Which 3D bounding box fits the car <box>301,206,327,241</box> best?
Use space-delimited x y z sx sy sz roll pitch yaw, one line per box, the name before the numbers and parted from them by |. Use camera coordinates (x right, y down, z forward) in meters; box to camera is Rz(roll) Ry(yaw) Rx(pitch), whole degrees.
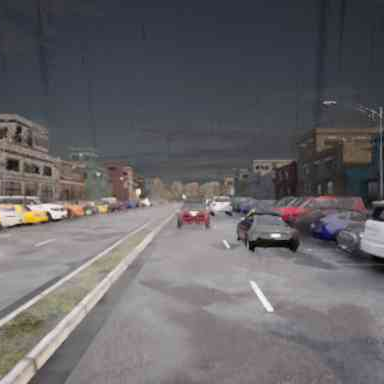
car | 7.674 1.544 14.671 4.792 1.488 2.163 0 0 0

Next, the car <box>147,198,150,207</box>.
car | -12.717 2.590 76.079 4.553 1.767 2.185 0 -1 0

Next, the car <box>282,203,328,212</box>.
car | 7.640 1.527 17.423 5.008 1.535 2.097 0 -1 0

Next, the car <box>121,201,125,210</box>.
car | -12.751 2.056 48.202 5.008 1.535 2.097 0 -1 0

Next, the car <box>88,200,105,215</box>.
car | -12.775 1.822 37.214 4.892 1.521 2.231 0 -1 0

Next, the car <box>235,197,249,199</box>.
car | 7.681 1.733 44.985 5.566 2.045 2.435 0 -1 0

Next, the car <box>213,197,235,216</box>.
car | 3.110 1.557 36.821 2.150 2.045 5.566 0 -1 0

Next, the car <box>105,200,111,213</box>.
car | -12.948 1.877 39.993 5.366 1.575 1.946 0 -1 0

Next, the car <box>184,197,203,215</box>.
car | 0.112 1.629 40.368 2.150 2.045 5.566 0 -1 -1

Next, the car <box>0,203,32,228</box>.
car | -12.803 1.582 20.431 4.674 1.452 2.002 0 0 0

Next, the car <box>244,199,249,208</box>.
car | 7.463 1.652 28.441 5.366 1.575 1.946 0 -1 0

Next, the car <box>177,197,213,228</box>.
car | 0.107 1.450 22.867 2.097 1.767 4.553 0 -1 0

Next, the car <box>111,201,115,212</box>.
car | -12.730 1.811 42.657 4.553 1.767 2.185 0 -1 0

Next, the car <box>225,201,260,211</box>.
car | 7.649 2.101 50.493 5.008 1.535 2.097 0 -1 0

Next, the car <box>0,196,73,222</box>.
car | -12.765 1.358 25.986 5.566 2.045 2.435 0 -1 0

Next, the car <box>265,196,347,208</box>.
car | 7.618 1.300 20.182 5.566 2.045 2.435 0 -1 0

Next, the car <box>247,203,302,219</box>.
car | 7.646 1.745 31.198 4.674 1.452 2.002 0 -1 0

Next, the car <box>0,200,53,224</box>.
car | -12.985 1.570 23.205 5.366 1.575 1.946 0 -1 0

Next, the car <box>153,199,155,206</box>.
car | -12.637 2.961 84.445 4.792 1.488 2.163 0 -1 0

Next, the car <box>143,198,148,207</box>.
car | -12.688 2.683 73.205 4.674 1.452 2.002 0 -1 0

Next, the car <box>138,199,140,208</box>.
car | -12.712 2.413 62.094 4.674 1.452 2.002 0 -1 0

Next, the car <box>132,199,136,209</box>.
car | -12.721 2.247 56.663 5.008 1.535 2.097 0 -1 0

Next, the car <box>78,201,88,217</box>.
car | -12.750 1.579 31.537 4.553 1.767 2.185 0 -1 0

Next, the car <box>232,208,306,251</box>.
car | 3.104 1.597 14.340 1.994 1.385 4.181 0 0 0

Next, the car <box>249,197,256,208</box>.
car | 7.619 1.364 25.693 5.566 2.045 2.435 0 -1 0

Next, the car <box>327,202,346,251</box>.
car | 7.675 1.377 11.914 4.553 1.767 2.185 0 0 0

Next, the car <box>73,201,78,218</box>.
car | -12.786 1.693 28.757 4.674 1.452 2.002 0 -1 0

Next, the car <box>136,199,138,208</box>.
car | -12.727 2.312 59.441 4.892 1.521 2.231 0 -1 0

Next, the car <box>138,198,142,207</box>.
car | -12.738 2.469 64.872 4.792 1.488 2.163 0 -1 0

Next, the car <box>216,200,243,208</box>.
car | 7.844 2.549 69.793 5.366 1.575 1.946 0 -1 0

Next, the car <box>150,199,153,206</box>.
car | -12.707 2.535 78.894 5.566 2.045 2.435 0 -1 0

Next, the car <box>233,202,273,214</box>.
car | 7.649 1.966 42.222 4.674 1.452 2.002 0 -1 0

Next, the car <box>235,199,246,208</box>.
car | 7.680 1.899 39.466 4.792 1.488 2.163 0 -1 0

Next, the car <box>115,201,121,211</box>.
car | -12.722 2.026 45.424 4.792 1.488 2.163 0 -1 0

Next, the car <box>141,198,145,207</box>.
car | -12.710 2.508 67.652 4.892 1.521 2.231 0 -1 0

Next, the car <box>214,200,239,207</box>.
car | 7.835 2.689 75.306 5.366 1.575 1.946 0 -2 0

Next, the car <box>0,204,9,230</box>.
car | -12.814 1.561 17.773 4.674 1.452 2.002 0 0 0

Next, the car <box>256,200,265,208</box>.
car | 7.618 1.327 22.935 5.566 2.045 2.435 0 -1 0

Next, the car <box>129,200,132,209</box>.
car | -12.762 2.210 53.758 4.792 1.488 2.163 0 -1 0

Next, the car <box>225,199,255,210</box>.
car | 7.623 2.037 53.252 4.553 1.767 2.185 0 -1 0

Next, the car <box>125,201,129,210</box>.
car | -12.733 2.119 50.982 4.892 1.521 2.231 0 -1 0

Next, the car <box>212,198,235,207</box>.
car | 7.612 2.585 80.823 5.566 2.045 2.435 0 -2 0

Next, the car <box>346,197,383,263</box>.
car | 7.671 1.246 9.159 5.566 2.045 2.435 0 0 0
